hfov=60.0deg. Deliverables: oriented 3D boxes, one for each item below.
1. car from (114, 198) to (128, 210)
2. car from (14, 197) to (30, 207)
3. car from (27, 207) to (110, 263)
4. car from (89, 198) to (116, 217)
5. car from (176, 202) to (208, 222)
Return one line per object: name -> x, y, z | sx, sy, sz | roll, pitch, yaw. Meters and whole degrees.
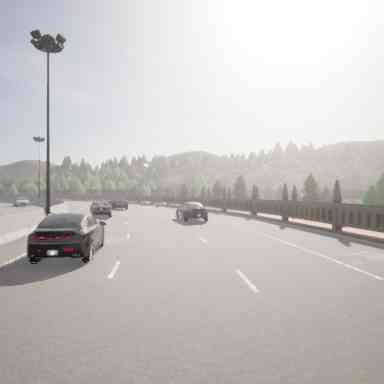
car -> -9.543, 1.485, 42.788 | 2.128, 1.511, 4.902 | 0, 0, -24
car -> -25.640, 1.518, 50.176 | 1.812, 1.442, 4.674 | 0, 0, -33
car -> -4.328, 1.503, 12.014 | 1.837, 1.490, 4.892 | 0, 0, -7
car -> -8.505, 1.543, 30.736 | 2.033, 1.411, 5.357 | 0, 0, -18
car -> -0.042, 1.521, 26.602 | 1.812, 1.442, 4.674 | 0, 0, -14
